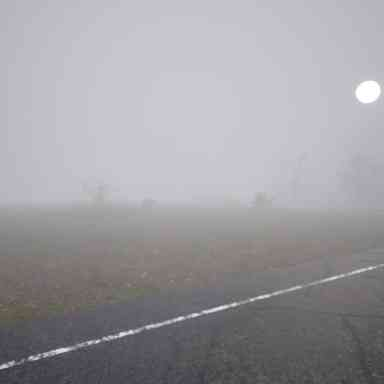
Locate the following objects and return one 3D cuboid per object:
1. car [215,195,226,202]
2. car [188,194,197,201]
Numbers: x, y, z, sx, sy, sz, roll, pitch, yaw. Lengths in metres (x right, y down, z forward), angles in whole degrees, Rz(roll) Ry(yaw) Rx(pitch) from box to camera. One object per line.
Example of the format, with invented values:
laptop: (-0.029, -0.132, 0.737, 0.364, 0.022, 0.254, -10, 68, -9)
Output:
car: (5.119, 1.387, 66.888, 1.812, 1.442, 4.674, 0, -1, -33)
car: (0.856, 1.254, 73.184, 1.812, 1.442, 4.674, 0, 0, -34)
